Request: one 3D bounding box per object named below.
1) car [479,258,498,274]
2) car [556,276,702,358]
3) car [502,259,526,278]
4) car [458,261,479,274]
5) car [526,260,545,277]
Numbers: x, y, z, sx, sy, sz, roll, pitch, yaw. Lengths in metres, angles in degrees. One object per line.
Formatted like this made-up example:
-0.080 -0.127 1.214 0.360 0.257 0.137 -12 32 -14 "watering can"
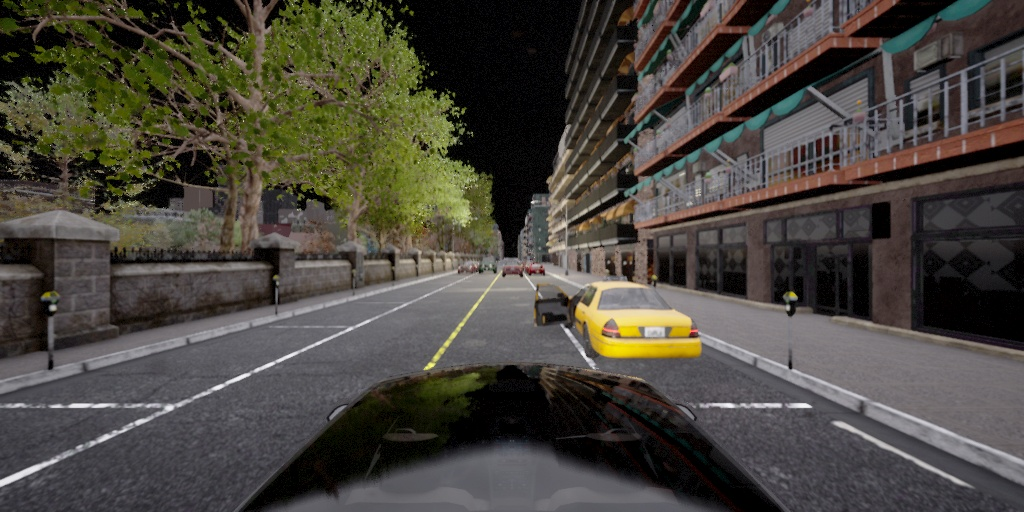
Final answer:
-3.007 1.206 45.714 2.150 2.045 5.566 0 0 0 "car"
2.349 1.241 8.462 1.801 1.575 5.366 0 0 0 "car"
0.073 1.298 37.736 2.097 1.767 4.553 0 0 0 "car"
-5.694 1.431 45.287 1.967 1.591 4.097 0 0 0 "car"
2.688 1.502 39.658 1.888 1.381 4.507 0 0 0 "car"
